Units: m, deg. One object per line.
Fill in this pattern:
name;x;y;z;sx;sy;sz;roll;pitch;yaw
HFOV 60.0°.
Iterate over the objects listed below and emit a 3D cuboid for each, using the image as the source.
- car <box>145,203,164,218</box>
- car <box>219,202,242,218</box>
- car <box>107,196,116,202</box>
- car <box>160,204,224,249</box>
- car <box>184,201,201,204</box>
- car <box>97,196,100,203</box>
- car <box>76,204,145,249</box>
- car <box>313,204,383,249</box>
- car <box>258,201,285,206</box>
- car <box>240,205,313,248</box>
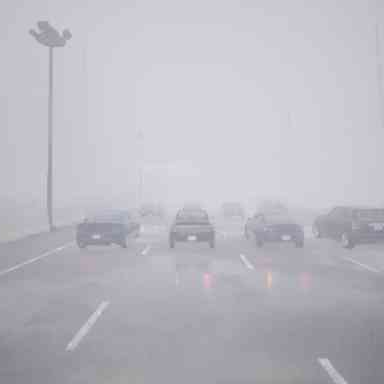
car;-3.467;1.622;29.670;1.895;1.301;4.718;0;0;0
car;3.533;1.568;29.621;2.033;1.411;5.357;0;0;0
car;-17.347;1.653;73.765;1.812;1.442;4.674;0;-1;0
car;0.000;1.496;14.653;2.128;1.511;4.902;0;0;0
car;0.033;1.500;29.631;2.128;1.511;4.902;0;0;0
car;-20.847;1.669;73.774;2.033;1.411;5.357;0;-1;0
car;-3.500;1.486;14.652;1.882;1.535;5.008;0;0;0
car;7.000;1.367;14.622;2.097;1.767;4.553;0;0;0
car;7.033;1.500;29.612;2.128;1.511;4.902;0;0;0
car;3.500;1.534;14.652;1.812;1.442;4.674;0;0;0
